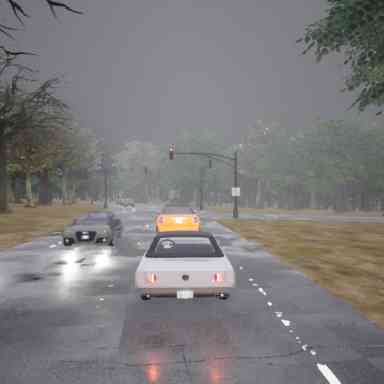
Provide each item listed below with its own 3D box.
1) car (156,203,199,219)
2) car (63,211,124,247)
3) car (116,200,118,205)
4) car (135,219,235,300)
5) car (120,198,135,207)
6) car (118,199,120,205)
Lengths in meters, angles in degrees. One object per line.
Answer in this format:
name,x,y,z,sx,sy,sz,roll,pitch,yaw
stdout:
car,-0.775,1.361,17.324,2.097,1.767,4.553,0,0,-4
car,-4.274,1.570,14.930,1.994,1.385,4.181,0,0,-4
car,-16.020,2.205,75.321,1.994,1.385,4.181,0,-1,-18
car,-0.202,1.605,8.352,1.895,1.301,4.718,0,0,-2
car,-10.818,1.842,56.647,1.837,1.490,4.892,0,-1,-14
car,-13.106,2.014,65.632,1.812,1.442,4.674,0,-1,-15
